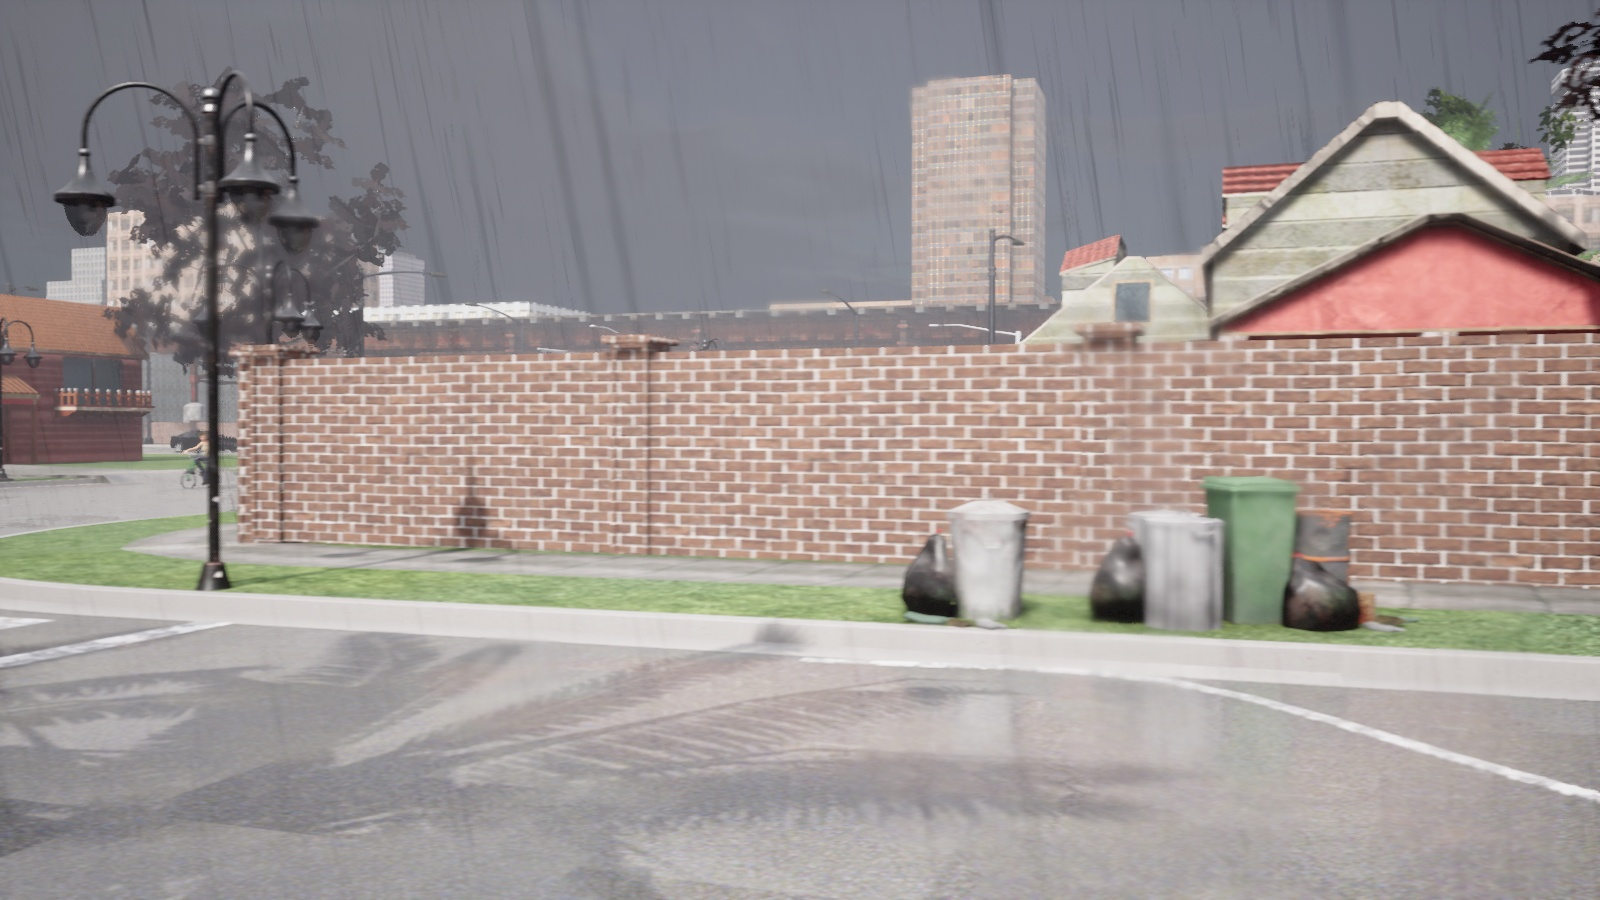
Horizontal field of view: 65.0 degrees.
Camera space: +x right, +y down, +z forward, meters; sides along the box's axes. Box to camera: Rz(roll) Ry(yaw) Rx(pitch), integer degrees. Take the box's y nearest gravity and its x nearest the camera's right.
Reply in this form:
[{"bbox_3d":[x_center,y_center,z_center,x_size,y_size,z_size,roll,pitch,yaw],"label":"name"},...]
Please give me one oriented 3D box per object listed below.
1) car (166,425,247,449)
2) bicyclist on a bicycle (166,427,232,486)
[{"bbox_3d":[-39.705,-0.906,83.998,5.008,1.535,1.882,1,1,20],"label":"car"},{"bbox_3d":[-16.819,0.160,35.164,0.866,1.612,1.509,1,1,19],"label":"bicyclist on a bicycle"}]
